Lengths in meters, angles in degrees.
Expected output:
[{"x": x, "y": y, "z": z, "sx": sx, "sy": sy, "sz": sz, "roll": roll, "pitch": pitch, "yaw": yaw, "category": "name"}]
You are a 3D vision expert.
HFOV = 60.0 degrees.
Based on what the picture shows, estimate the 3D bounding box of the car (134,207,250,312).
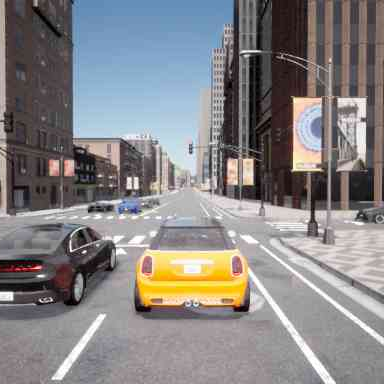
[{"x": 0.009, "y": 1.351, "z": 7.864, "sx": 2.097, "sy": 1.767, "sz": 4.553, "roll": 0, "pitch": 0, "yaw": 0, "category": "car"}]

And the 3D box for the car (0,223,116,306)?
[{"x": -3.154, "y": 1.504, "z": 8.008, "sx": 1.837, "sy": 1.490, "sz": 4.892, "roll": 0, "pitch": 0, "yaw": 0, "category": "car"}]

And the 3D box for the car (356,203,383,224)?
[{"x": 13.983, "y": 1.470, "z": 23.535, "sx": 4.181, "sy": 1.385, "sz": 1.994, "roll": 0, "pitch": 1, "yaw": 0, "category": "car"}]

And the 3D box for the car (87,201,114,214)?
[{"x": -9.853, "y": 1.616, "z": 36.029, "sx": 1.895, "sy": 1.301, "sz": 4.718, "roll": 0, "pitch": 0, "yaw": 0, "category": "car"}]

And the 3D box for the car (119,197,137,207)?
[{"x": -9.849, "y": 1.533, "z": 51.615, "sx": 1.837, "sy": 1.490, "sz": 4.892, "roll": 0, "pitch": -1, "yaw": 0, "category": "car"}]

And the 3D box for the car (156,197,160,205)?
[{"x": -6.591, "y": 1.592, "z": 57.472, "sx": 1.994, "sy": 1.385, "sz": 4.181, "roll": 0, "pitch": 0, "yaw": 0, "category": "car"}]

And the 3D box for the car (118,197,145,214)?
[{"x": -6.603, "y": 1.493, "z": 35.877, "sx": 1.882, "sy": 1.535, "sz": 5.008, "roll": 0, "pitch": 0, "yaw": 0, "category": "car"}]

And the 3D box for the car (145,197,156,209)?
[{"x": -6.602, "y": 1.514, "z": 45.930, "sx": 2.128, "sy": 1.511, "sz": 4.902, "roll": 0, "pitch": 0, "yaw": 0, "category": "car"}]
